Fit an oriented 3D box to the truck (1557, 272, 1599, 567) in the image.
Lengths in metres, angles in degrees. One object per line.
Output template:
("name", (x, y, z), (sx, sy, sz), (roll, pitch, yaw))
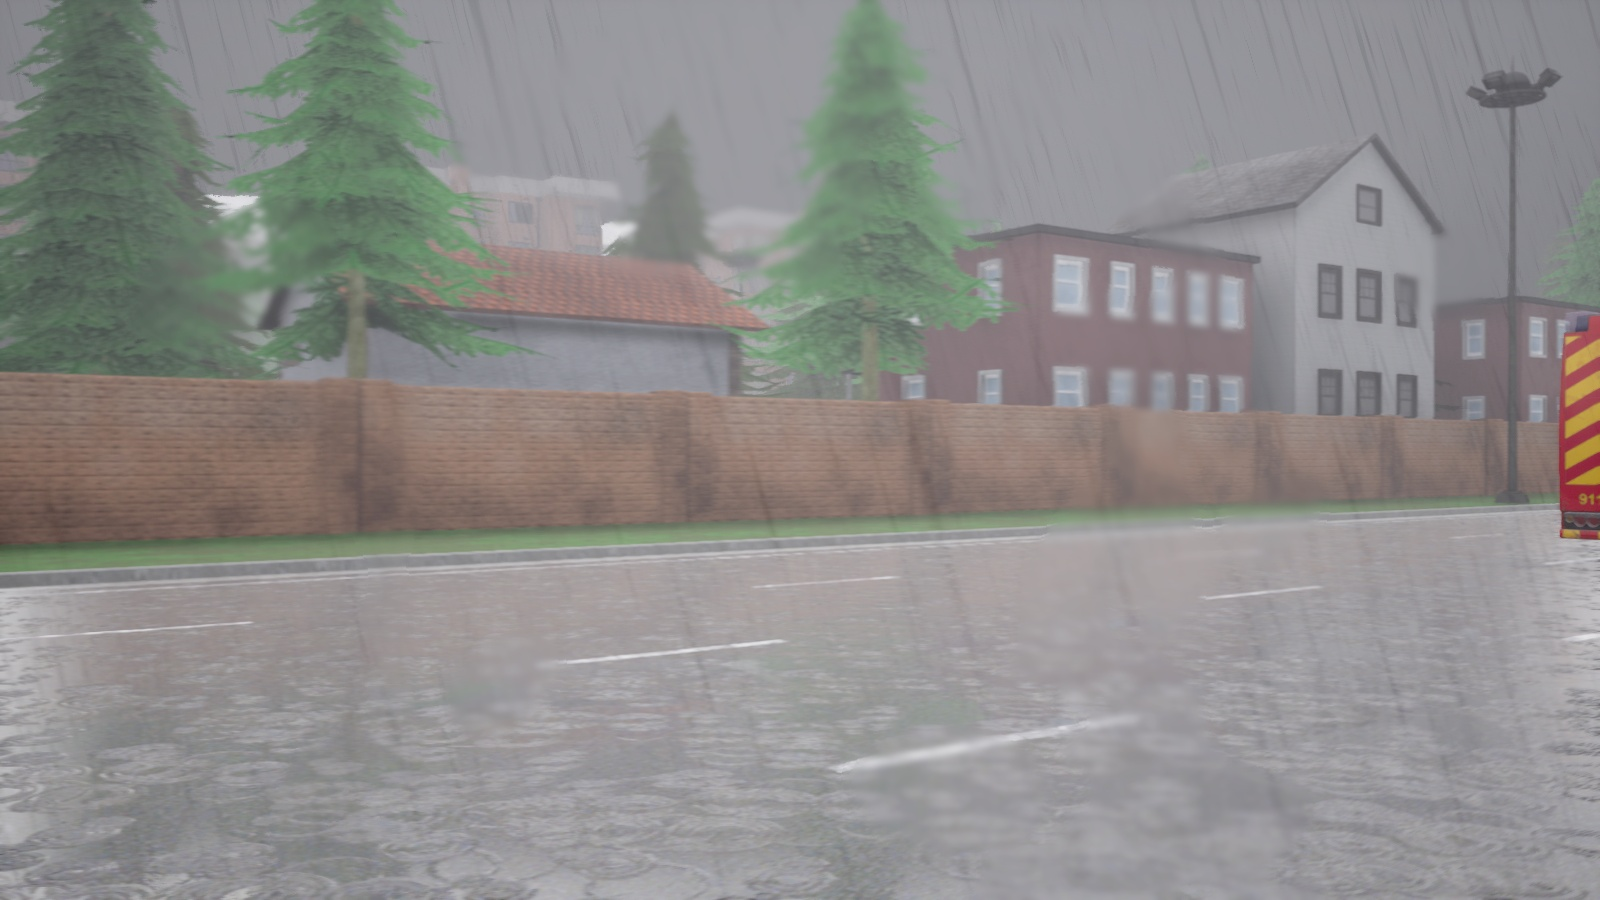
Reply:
("truck", (14.384, -0.405, 17.940), (8.468, 3.827, 2.891), (0, 0, -35))
